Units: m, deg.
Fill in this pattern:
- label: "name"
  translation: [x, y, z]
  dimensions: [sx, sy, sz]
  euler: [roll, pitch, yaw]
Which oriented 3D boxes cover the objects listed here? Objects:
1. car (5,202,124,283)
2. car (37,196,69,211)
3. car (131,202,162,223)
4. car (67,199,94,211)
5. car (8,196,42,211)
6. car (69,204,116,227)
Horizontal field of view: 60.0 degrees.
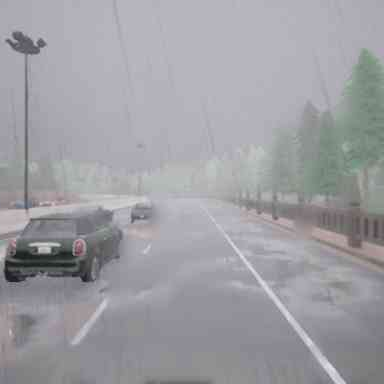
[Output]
- label: "car"
  translation: [-3.423, 1.359, 9.861]
  dimensions: [2.097, 1.767, 4.553]
  euler: [0, 0, 0]
- label: "car"
  translation: [-17.594, 1.374, 42.309]
  dimensions: [2.097, 1.767, 4.553]
  euler: [0, 0, 0]
- label: "car"
  translation: [-3.426, 1.505, 25.325]
  dimensions: [2.128, 1.511, 4.902]
  euler: [0, 0, 0]
- label: "car"
  translation: [-14.096, 1.587, 42.121]
  dimensions: [1.994, 1.385, 4.181]
  euler: [0, 0, 0]
- label: "car"
  translation: [-21.093, 1.374, 42.259]
  dimensions: [2.097, 1.767, 4.553]
  euler: [0, 0, 0]
- label: "car"
  translation: [-6.929, 1.614, 23.681]
  dimensions: [1.895, 1.301, 4.718]
  euler: [0, 0, 0]
